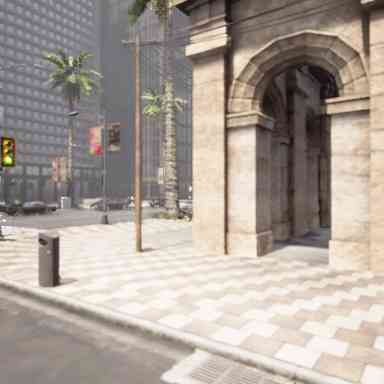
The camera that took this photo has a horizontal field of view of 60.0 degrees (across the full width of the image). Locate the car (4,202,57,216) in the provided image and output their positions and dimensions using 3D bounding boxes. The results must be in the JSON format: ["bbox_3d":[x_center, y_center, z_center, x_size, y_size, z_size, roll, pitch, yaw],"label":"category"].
[{"bbox_3d":[-16.193,1.690,33.493,1.895,1.301,4.718,0,0,36],"label":"car"}]

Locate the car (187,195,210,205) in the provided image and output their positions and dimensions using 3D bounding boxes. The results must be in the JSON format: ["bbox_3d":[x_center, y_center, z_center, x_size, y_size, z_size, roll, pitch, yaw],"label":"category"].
[{"bbox_3d":[1.252,1.451,62.990,2.185,1.767,4.553,0,0,35],"label":"car"}]

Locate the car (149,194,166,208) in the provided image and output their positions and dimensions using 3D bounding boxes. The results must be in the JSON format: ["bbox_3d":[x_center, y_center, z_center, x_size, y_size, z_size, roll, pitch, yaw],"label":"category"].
[{"bbox_3d":[-4.075,1.310,50.362,2.150,2.045,5.566,0,0,35],"label":"car"}]

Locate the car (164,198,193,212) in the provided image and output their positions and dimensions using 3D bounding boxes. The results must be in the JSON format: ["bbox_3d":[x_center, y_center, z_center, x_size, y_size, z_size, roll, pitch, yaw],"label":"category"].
[{"bbox_3d":[-0.642,1.585,36.809,1.812,1.442,4.674,0,0,36],"label":"car"}]

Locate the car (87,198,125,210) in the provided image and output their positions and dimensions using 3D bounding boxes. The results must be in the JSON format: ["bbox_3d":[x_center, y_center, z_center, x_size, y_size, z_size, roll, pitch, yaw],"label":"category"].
[{"bbox_3d":[-11.590,1.611,45.211,2.161,1.482,4.786,0,0,35],"label":"car"}]

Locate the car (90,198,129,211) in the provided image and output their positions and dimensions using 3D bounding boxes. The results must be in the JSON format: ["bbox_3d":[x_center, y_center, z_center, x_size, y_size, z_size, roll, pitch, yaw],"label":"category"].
[{"bbox_3d":[-10.139,1.594,41.929,1.837,1.490,4.892,0,0,36],"label":"car"}]
